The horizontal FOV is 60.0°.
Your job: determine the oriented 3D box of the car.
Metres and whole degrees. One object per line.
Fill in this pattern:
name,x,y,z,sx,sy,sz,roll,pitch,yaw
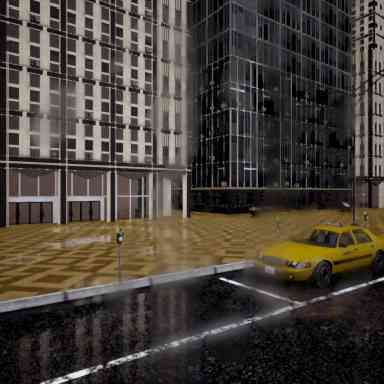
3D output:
car,3.800,1.526,9.253,4.829,1.417,1.752,0,0,-35
